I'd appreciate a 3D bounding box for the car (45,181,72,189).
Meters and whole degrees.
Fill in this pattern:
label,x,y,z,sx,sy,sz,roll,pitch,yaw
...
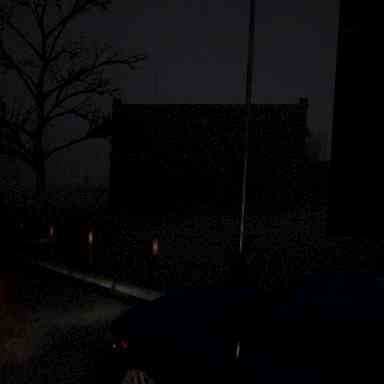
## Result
label,x,y,z,sx,sy,sz,roll,pitch,yaw
car,-26.715,-1.484,65.558,4.553,1.767,2.185,3,2,20

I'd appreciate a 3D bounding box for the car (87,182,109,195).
label,x,y,z,sx,sy,sz,roll,pitch,yaw
car,-14.423,-0.355,53.679,1.882,1.535,5.008,3,2,18

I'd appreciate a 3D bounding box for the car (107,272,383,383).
label,x,y,z,sx,sy,sz,roll,pitch,yaw
car,1.397,1.478,2.811,5.008,1.535,1.882,0,0,36

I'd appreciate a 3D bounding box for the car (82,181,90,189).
label,x,y,z,sx,sy,sz,roll,pitch,yaw
car,-24.837,-1.457,70.750,4.674,1.452,2.002,3,3,20

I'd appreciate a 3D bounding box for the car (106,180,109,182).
label,x,y,z,sx,sy,sz,roll,pitch,yaw
car,-21.032,-2.046,81.093,5.566,2.045,2.435,3,3,20

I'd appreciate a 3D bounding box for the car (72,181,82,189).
label,x,y,z,sx,sy,sz,roll,pitch,yaw
car,-25.798,-1.427,68.166,5.008,1.535,2.097,3,2,20

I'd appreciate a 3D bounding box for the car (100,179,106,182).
label,x,y,z,sx,sy,sz,roll,pitch,yaw
car,-22.932,-1.639,75.927,4.892,1.521,2.231,3,3,20
